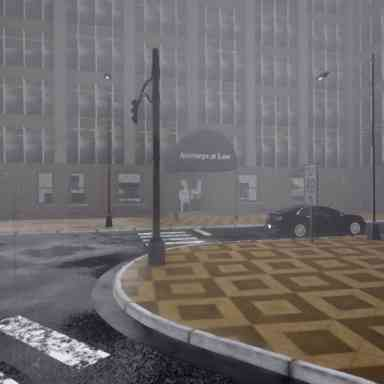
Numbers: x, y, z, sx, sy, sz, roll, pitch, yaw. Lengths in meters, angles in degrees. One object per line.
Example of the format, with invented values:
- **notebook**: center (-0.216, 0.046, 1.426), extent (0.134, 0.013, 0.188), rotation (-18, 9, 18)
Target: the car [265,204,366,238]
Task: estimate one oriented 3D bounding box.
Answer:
- **car**: center (5.948, 1.322, 15.996), extent (4.892, 1.490, 1.837), rotation (0, 0, -14)
